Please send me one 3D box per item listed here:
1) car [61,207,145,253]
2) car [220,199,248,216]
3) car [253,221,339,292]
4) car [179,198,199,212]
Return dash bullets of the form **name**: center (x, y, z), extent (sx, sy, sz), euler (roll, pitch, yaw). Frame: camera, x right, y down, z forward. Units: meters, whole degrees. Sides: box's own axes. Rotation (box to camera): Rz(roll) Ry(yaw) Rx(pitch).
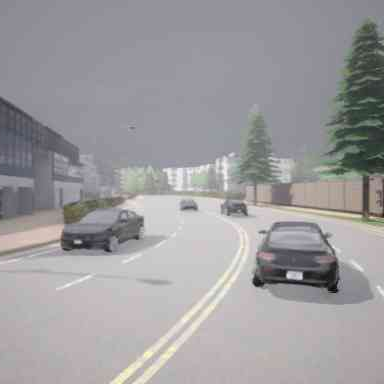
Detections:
- **car**: center (-3.444, 1.422, 13.755), extent (1.882, 1.535, 5.008), euler (0, 0, 10)
- **car**: center (3.831, 1.392, 31.037), extent (1.837, 1.490, 4.892), euler (0, 0, -6)
- **car**: center (2.724, 1.495, 8.872), extent (1.812, 1.442, 4.674), euler (0, 0, 17)
- **car**: center (-0.451, 1.408, 37.146), extent (2.033, 1.411, 5.357), euler (0, 0, -6)
